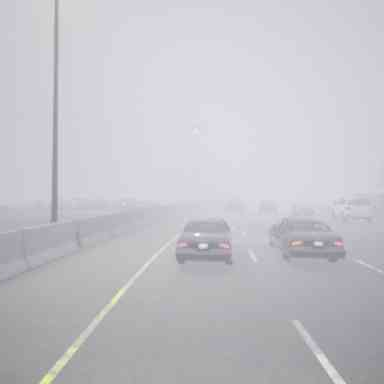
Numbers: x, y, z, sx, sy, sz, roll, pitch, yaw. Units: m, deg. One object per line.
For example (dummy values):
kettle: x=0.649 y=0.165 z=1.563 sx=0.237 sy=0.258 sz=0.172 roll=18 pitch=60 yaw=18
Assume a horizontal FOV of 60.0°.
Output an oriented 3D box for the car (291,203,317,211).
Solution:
car: x=10.826 y=1.845 z=32.894 sx=1.895 sy=1.301 sz=4.718 roll=0 pitch=0 yaw=13

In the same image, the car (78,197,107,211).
car: x=-12.079 y=1.620 z=42.714 sx=1.837 sy=1.490 sz=4.892 roll=0 pitch=0 yaw=15

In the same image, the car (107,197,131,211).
car: x=-8.496 y=1.495 z=42.556 sx=2.097 sy=1.767 sz=4.553 roll=0 pitch=0 yaw=15

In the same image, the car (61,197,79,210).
car: x=-15.289 y=1.452 z=44.218 sx=2.097 sy=1.767 sz=4.553 roll=0 pitch=0 yaw=15

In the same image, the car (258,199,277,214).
car: x=8.930 y=1.611 z=39.136 sx=2.097 sy=1.767 sz=4.553 roll=0 pitch=0 yaw=15

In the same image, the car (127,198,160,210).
car: x=-5.487 y=1.703 z=40.376 sx=2.033 sy=1.411 sz=5.357 roll=0 pitch=0 yaw=14

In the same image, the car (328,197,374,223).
car: x=13.400 y=1.462 z=28.017 sx=2.150 sy=2.045 sz=5.566 roll=0 pitch=0 yaw=11

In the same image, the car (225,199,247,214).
car: x=5.228 y=1.582 z=38.995 sx=2.097 sy=1.767 sz=4.553 roll=0 pitch=0 yaw=15

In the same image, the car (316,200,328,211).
car: x=18.430 y=1.895 z=46.746 sx=1.812 sy=1.442 sz=4.674 roll=0 pitch=0 yaw=19

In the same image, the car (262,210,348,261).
car: x=4.099 y=1.641 z=12.658 sx=2.033 sy=1.411 sz=5.357 roll=0 pitch=0 yaw=5

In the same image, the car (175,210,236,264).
car: x=0.543 y=1.611 z=12.083 sx=2.033 sy=1.411 sz=5.357 roll=0 pitch=0 yaw=5
